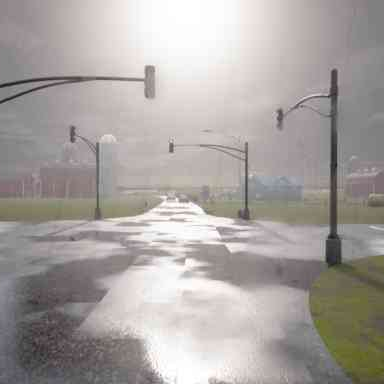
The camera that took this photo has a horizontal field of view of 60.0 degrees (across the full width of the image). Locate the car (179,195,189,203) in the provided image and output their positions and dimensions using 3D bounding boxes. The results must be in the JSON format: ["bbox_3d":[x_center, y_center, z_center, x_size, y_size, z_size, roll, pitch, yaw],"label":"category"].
[{"bbox_3d":[-1.670,1.624,69.999,1.895,1.301,4.718,0,0,-3],"label":"car"}]

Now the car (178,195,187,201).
[{"bbox_3d":[-2.274,1.464,79.983,1.837,1.490,4.892,0,0,-4],"label":"car"}]

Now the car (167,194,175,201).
[{"bbox_3d":[-4.655,1.182,74.000,1.812,1.442,4.674,0,0,-3],"label":"car"}]
